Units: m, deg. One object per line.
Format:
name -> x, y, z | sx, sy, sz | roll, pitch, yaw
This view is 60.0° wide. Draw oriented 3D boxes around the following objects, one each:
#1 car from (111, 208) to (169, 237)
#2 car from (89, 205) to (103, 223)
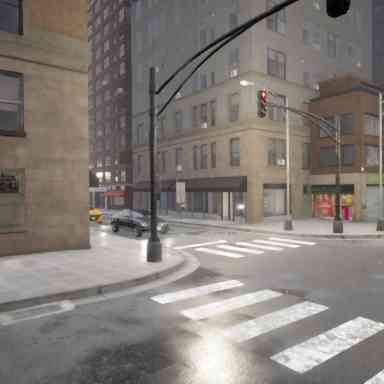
car -> -3.198, 1.694, 19.496 | 1.812, 1.442, 4.674 | -1, 0, -38
car -> -8.916, 1.730, 26.997 | 1.882, 1.535, 5.008 | -1, 0, -37
